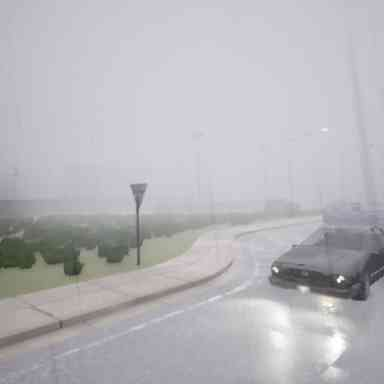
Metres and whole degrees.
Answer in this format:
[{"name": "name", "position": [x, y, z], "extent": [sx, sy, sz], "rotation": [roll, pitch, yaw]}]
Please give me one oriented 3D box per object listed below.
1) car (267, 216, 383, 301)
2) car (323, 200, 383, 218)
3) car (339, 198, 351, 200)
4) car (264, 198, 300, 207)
[{"name": "car", "position": [4.080, 1.596, 8.776], "extent": [2.033, 1.411, 5.357], "rotation": [-2, -1, 43]}, {"name": "car", "position": [11.451, 1.573, 22.764], "extent": [4.611, 1.667, 2.242], "rotation": [-2, -1, 43]}, {"name": "car", "position": [26.650, 1.804, 58.560], "extent": [3.905, 1.438, 1.784], "rotation": [-2, -1, 43]}, {"name": "car", "position": [11.386, 1.675, 42.055], "extent": [4.605, 1.855, 1.932], "rotation": [-2, -1, 43]}]
